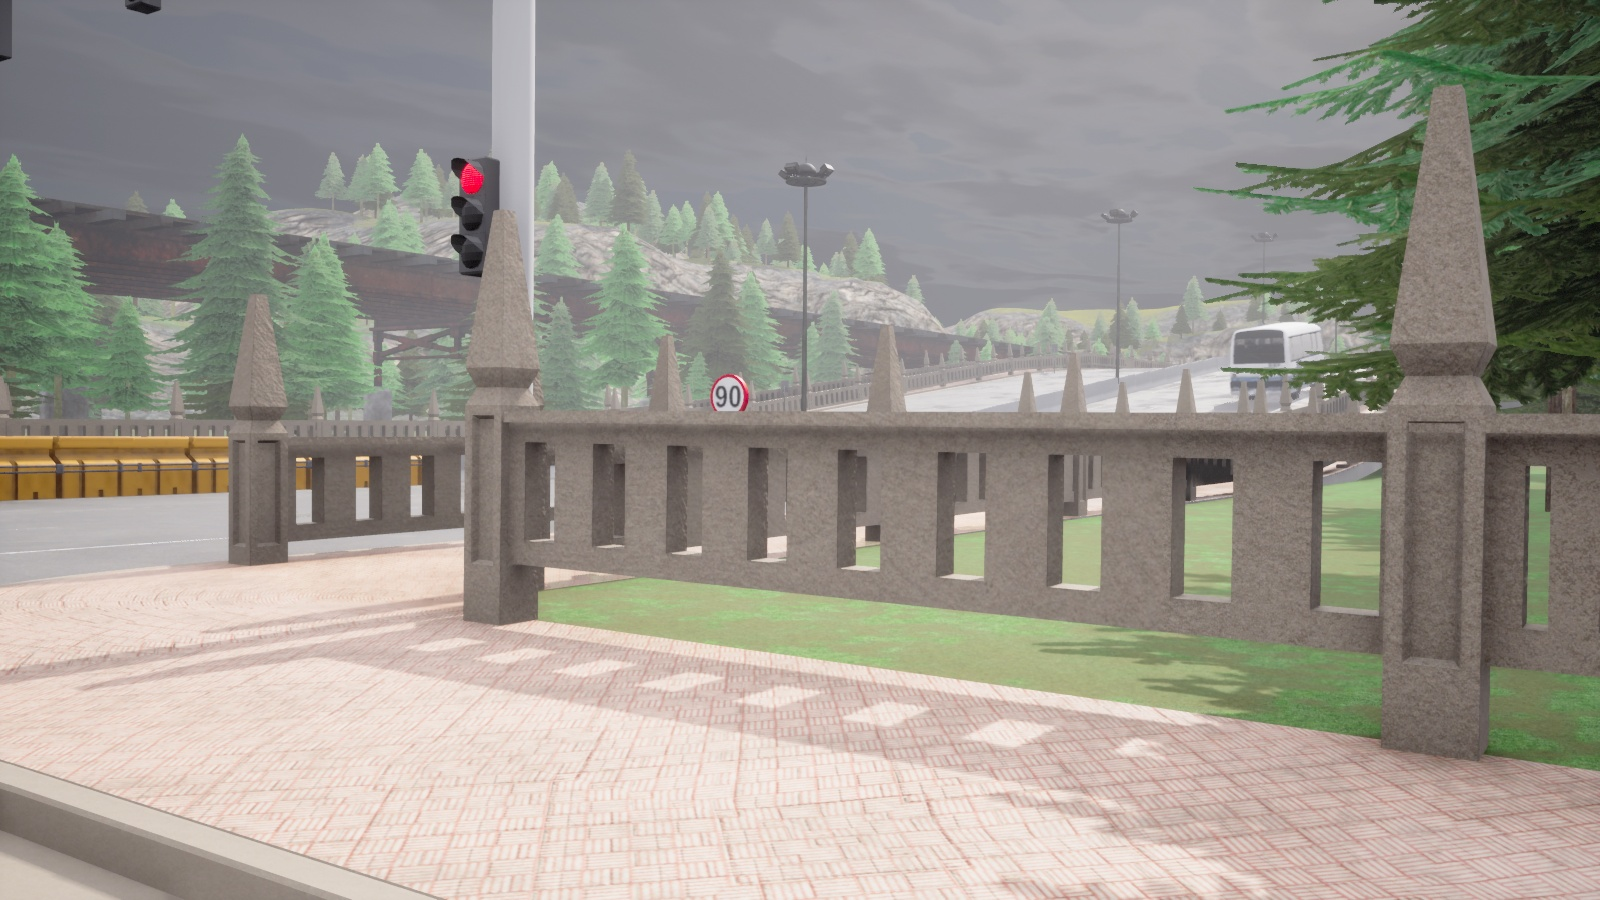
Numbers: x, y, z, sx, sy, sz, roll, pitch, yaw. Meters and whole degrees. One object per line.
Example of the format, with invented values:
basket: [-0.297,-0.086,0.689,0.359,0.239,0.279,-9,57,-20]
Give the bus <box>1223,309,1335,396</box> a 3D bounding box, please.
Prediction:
bus: [28.512,-5.867,74.379,3.944,4.253,10.273,0,8,34]
